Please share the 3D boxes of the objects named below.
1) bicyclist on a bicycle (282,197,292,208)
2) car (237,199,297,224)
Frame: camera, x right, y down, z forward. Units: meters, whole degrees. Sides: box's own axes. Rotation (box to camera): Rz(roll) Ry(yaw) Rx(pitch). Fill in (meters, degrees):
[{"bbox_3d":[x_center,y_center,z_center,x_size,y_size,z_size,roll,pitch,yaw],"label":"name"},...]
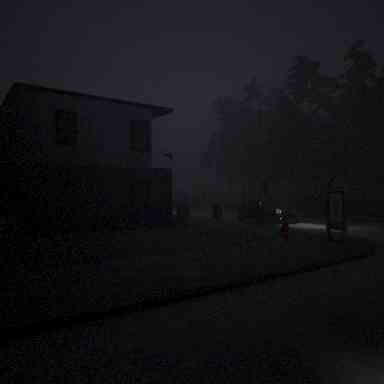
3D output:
[{"bbox_3d":[9.506,1.311,33.400,1.656,1.620,0.582,0,0,-36],"label":"bicyclist on a bicycle"},{"bbox_3d":[5.457,1.326,24.615,2.097,1.767,4.553,0,0,-36],"label":"car"}]
